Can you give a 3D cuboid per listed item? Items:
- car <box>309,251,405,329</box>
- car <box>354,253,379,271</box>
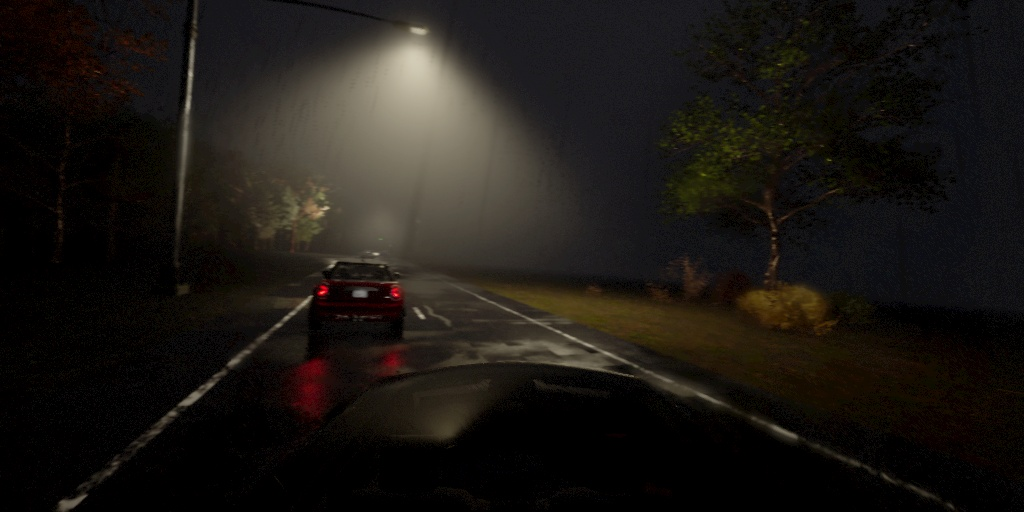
[{"bbox_3d":[-4.267,0.849,10.209,2.097,1.767,4.553,4,0,-22],"label":"car"},{"bbox_3d":[-13.697,0.535,33.900,1.994,1.385,4.181,4,0,-22],"label":"car"}]
